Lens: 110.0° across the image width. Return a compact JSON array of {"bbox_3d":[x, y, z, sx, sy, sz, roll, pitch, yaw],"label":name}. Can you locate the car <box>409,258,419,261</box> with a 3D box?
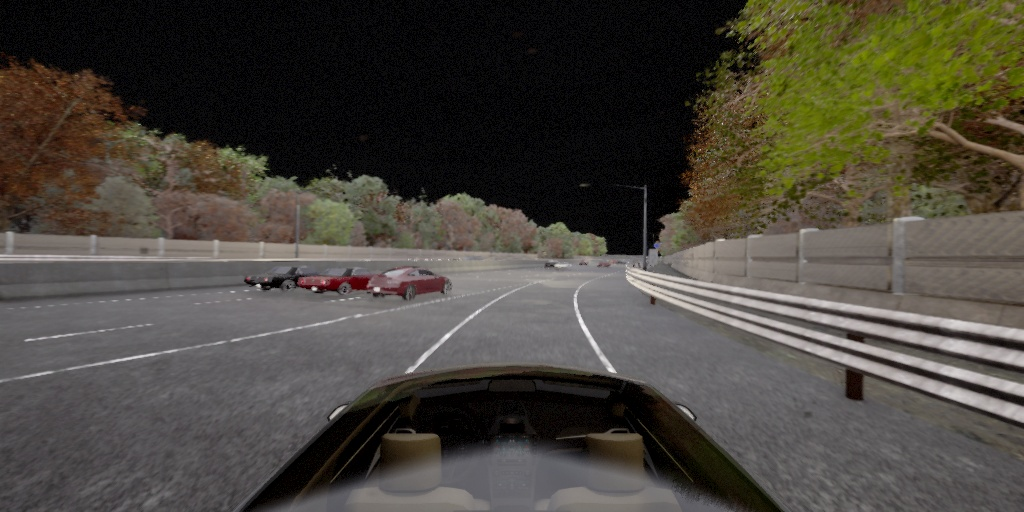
[{"bbox_3d":[-16.563,1.114,61.753,1.882,1.535,5.008,1,0,23],"label":"car"}]

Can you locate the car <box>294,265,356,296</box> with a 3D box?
[{"bbox_3d":[-7.919,1.201,17.928,1.895,1.301,4.718,1,0,22],"label":"car"}]

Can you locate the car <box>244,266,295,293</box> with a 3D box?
[{"bbox_3d":[-11.218,1.156,19.103,1.895,1.301,4.718,1,0,22],"label":"car"}]

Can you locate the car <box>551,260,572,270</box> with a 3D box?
[{"bbox_3d":[8.331,1.590,57.890,1.895,1.301,4.718,1,0,22],"label":"car"}]

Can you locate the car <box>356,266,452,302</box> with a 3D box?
[{"bbox_3d":[-4.626,1.196,16.676,1.812,1.442,4.674,2,0,22],"label":"car"}]

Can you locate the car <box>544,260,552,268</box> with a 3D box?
[{"bbox_3d":[7.327,1.478,64.701,1.882,1.535,5.008,1,0,22],"label":"car"}]

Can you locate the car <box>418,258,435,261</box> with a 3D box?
[{"bbox_3d":[-13.183,1.283,60.770,1.895,1.301,4.718,1,0,23],"label":"car"}]

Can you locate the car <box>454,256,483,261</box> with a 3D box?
[{"bbox_3d":[-6.628,0.991,58.335,2.150,2.045,5.566,1,0,23],"label":"car"}]
